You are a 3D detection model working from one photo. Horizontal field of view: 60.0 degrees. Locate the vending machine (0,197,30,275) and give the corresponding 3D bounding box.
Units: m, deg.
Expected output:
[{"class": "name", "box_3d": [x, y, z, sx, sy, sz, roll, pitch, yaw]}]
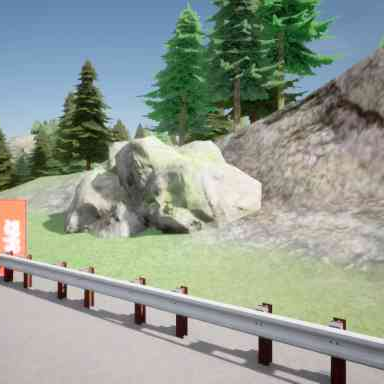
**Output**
[{"class": "vending machine", "box_3d": [-5.416, 1.195, 9.531, 0.880, 2.100, 1.100, 0, 0, 35]}]
